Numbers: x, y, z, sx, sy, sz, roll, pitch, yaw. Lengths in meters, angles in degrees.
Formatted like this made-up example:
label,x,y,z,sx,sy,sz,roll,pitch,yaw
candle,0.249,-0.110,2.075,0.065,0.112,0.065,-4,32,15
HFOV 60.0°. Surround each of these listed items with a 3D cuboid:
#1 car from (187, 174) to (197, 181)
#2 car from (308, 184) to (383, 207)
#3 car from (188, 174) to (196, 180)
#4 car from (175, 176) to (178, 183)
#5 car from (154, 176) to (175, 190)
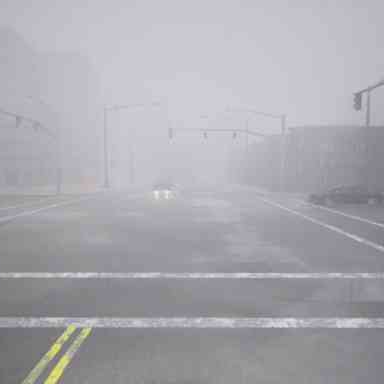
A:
label,x,y,z,sx,sy,sz,roll,pitch,yaw
car,0.014,-2.986,70.906,1.994,1.385,4.181,0,4,0
car,10.516,0.226,22.882,4.892,1.490,1.837,0,4,0
car,0.016,-3.714,80.732,2.033,1.411,5.357,0,4,0
car,-3.584,-1.702,51.338,1.837,1.490,4.892,0,4,0
car,-3.590,-0.972,41.431,1.994,1.385,4.181,0,4,0
